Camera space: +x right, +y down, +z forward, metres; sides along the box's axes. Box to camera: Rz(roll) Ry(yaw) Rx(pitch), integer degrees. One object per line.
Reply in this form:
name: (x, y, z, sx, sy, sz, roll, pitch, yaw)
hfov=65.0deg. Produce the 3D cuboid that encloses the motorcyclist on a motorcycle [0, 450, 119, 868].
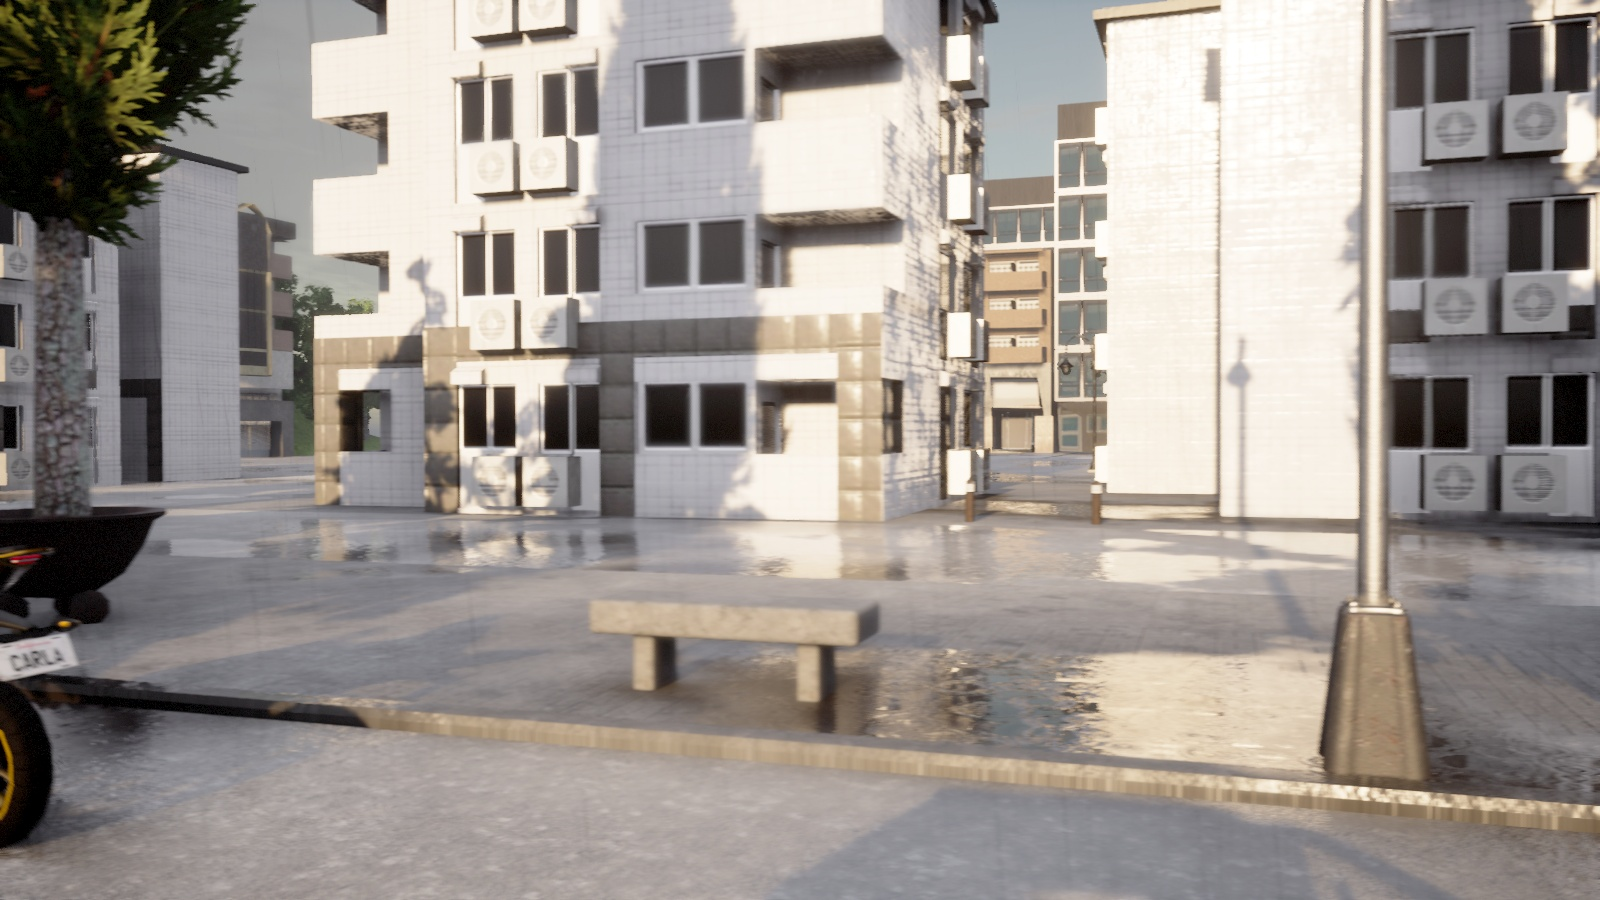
motorcyclist on a motorcycle: (-3.953, 0.766, 5.052, 2.191, 1.530, 0.866, 1, 1, 19)
